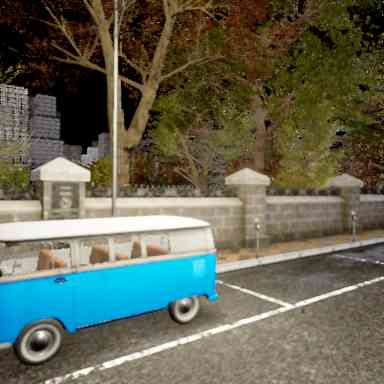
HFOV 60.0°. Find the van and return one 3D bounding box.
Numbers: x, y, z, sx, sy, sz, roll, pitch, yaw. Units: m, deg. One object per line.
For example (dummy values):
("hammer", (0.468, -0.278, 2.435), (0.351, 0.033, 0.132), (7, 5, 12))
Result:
("van", (-1.443, 1.338, 5.517), (3.998, 1.788, 1.690), (0, 1, -35))
